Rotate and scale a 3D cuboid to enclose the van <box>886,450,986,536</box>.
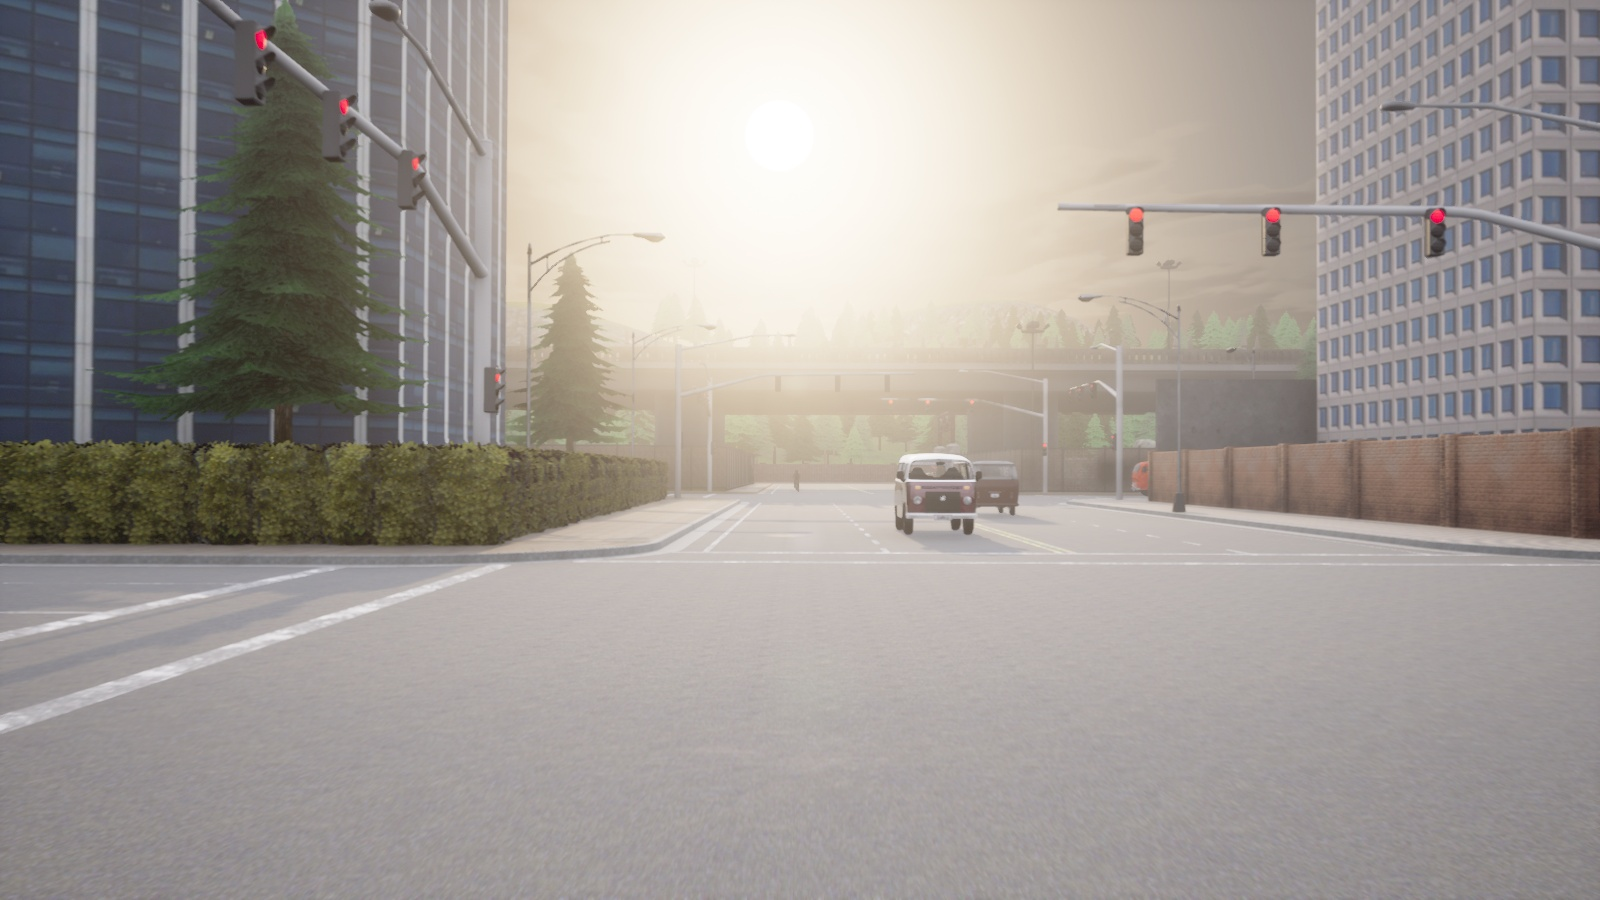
[{"bbox_3d":[3.420,1.067,32.391,2.069,2.038,4.480,0,-1,0],"label":"van"}]

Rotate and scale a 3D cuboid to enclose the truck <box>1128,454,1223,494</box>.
[{"bbox_3d":[23.529,1.499,78.870,5.204,2.467,2.627,0,-1,0],"label":"truck"}]

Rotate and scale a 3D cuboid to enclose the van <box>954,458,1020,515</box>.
[{"bbox_3d":[6.886,1.319,46.570,1.775,1.987,4.442,0,-1,0],"label":"van"}]
